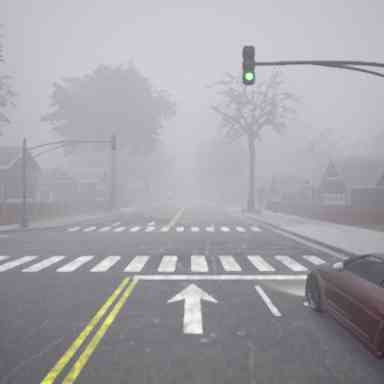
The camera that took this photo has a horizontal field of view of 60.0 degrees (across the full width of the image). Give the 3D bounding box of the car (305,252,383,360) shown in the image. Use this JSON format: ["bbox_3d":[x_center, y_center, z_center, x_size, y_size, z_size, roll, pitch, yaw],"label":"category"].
[{"bbox_3d":[3.350,1.634,5.277,1.994,1.385,4.181,0,-1,0],"label":"car"}]
